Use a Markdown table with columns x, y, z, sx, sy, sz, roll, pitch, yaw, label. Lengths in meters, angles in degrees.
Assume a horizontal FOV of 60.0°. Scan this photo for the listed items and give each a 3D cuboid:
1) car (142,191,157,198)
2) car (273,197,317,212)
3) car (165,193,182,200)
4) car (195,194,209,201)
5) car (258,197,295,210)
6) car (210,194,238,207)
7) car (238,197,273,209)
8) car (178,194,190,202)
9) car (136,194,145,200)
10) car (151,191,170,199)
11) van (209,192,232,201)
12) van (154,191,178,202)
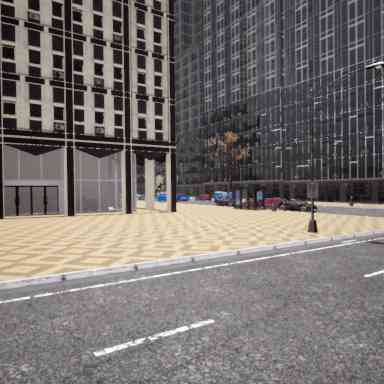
| x | y | z | sx | sy | sz | roll | pitch | yaw | label |
| --- | --- | --- | --- | --- | --- | --- | --- | --- | --- |
| -10.582 | 0.685 | 82.464 | 1.967 | 1.590 | 4.097 | 0 | 1 | -34 | car |
| 11.171 | 1.423 | 35.395 | 1.947 | 1.339 | 4.313 | 0 | 1 | -34 | car |
| -4.184 | 0.935 | 73.070 | 1.802 | 1.307 | 4.206 | 0 | 1 | -34 | car |
| 2.213 | 1.042 | 63.673 | 1.802 | 1.307 | 4.206 | 0 | 1 | -34 | car |
| 10.468 | 1.330 | 41.248 | 1.994 | 1.385 | 4.181 | -1 | 1 | -34 | car |
| 4.836 | 1.319 | 44.836 | 1.947 | 1.339 | 4.313 | 0 | 1 | -34 | car |
| 7.987 | 1.387 | 40.105 | 1.802 | 1.307 | 4.206 | 0 | 1 | -34 | car |
| -2.191 | 1.036 | 59.959 | 1.882 | 1.535 | 5.008 | -1 | 1 | -34 | car |
| -11.112 | 1.039 | 68.354 | 2.008 | 1.369 | 4.403 | 0 | 1 | -34 | car |
| -7.383 | 0.614 | 77.764 | 2.192 | 1.841 | 5.009 | 0 | 1 | -34 | car |
| 5.411 | 0.854 | 58.972 | 1.690 | 1.788 | 3.998 | 0 | 1 | -34 | van |
| -4.714 | 0.936 | 58.956 | 1.690 | 1.788 | 3.998 | 0 | 1 | -34 | van |
